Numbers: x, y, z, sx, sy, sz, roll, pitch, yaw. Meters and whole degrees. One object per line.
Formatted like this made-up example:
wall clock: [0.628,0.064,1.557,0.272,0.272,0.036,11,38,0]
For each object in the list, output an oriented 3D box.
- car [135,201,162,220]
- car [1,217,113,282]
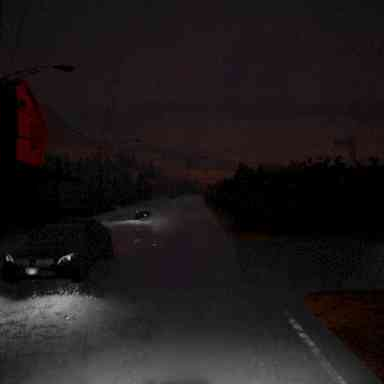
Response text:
car: [-3.570,1.503,27.909,1.812,1.442,4.674,0,0,0]
car: [-3.608,1.518,9.824,1.812,1.442,4.674,0,0,0]
